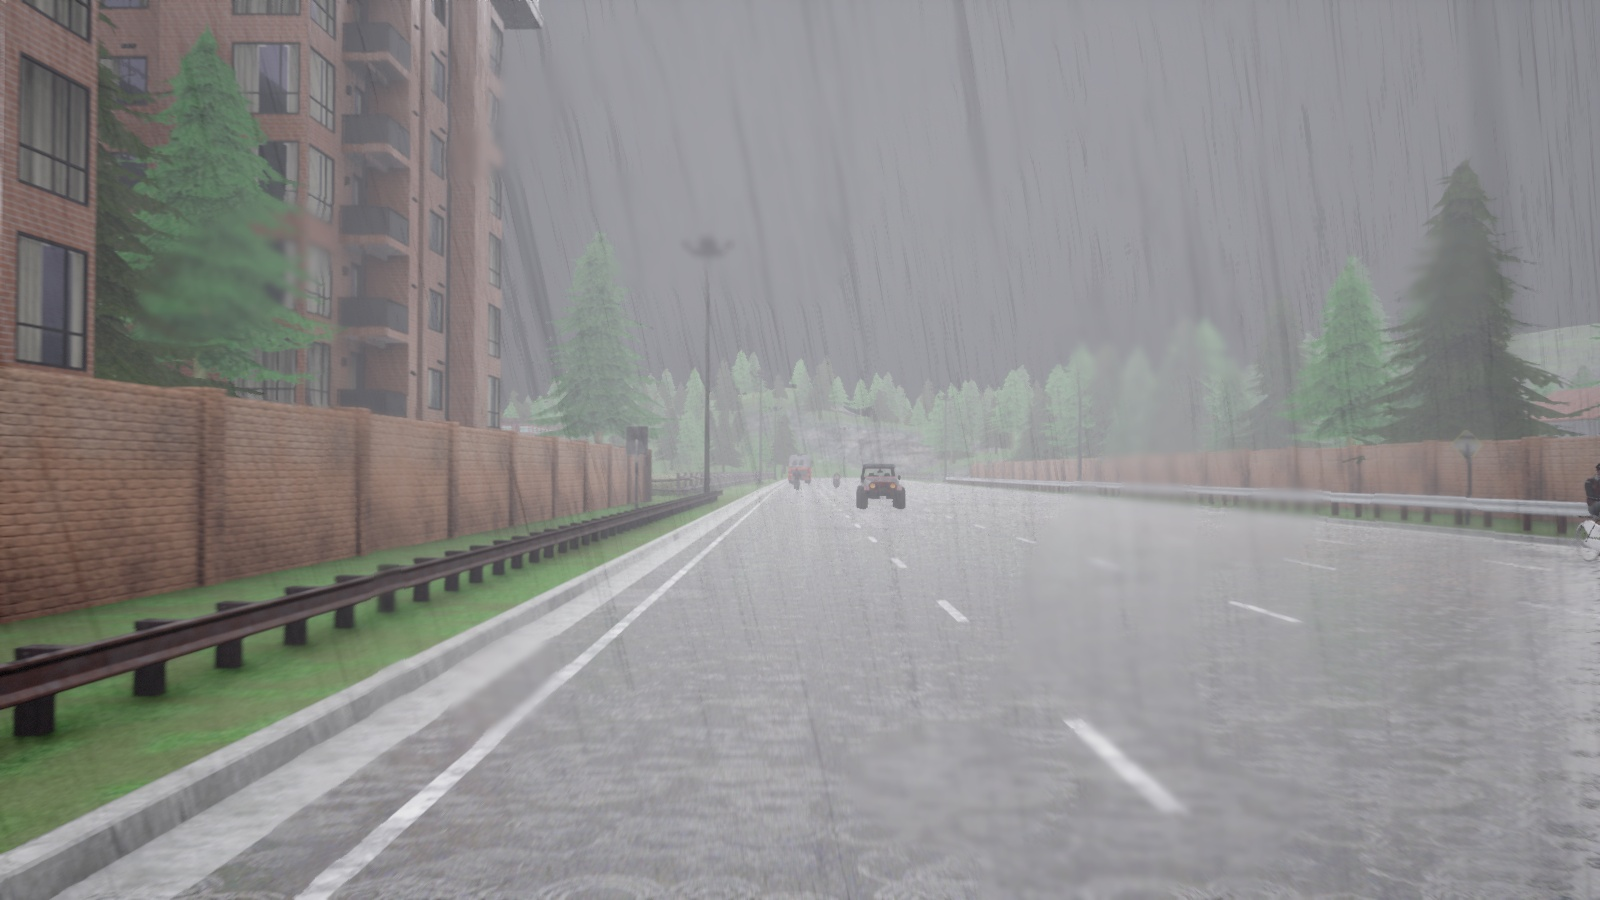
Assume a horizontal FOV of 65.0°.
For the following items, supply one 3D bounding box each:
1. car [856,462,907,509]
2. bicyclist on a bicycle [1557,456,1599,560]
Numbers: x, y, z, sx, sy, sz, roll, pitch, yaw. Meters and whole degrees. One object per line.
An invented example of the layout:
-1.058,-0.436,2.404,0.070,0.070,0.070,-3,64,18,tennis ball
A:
3.371,1.476,52.569,1.905,1.878,3.866,0,-1,0,car
13.946,0.991,21.651,0.659,1.776,1.843,0,-1,0,bicyclist on a bicycle
